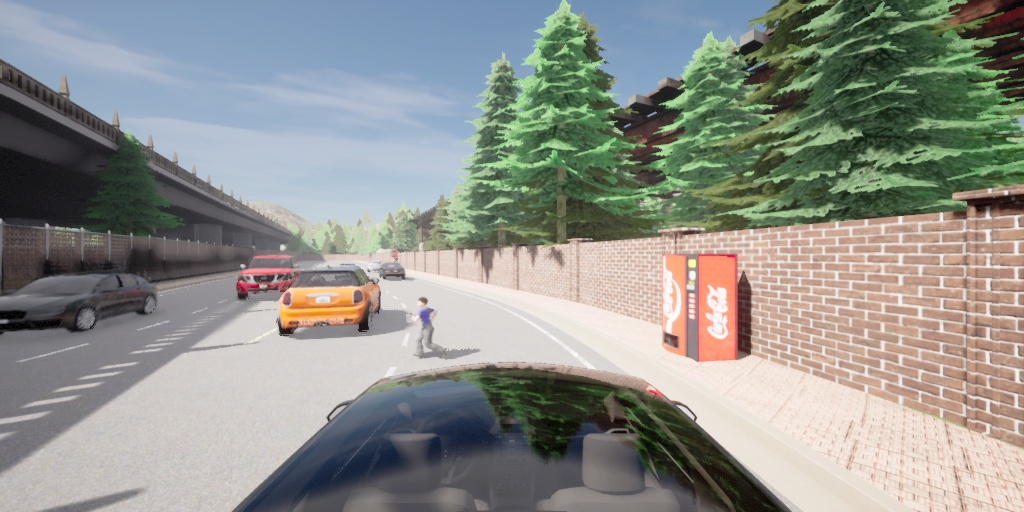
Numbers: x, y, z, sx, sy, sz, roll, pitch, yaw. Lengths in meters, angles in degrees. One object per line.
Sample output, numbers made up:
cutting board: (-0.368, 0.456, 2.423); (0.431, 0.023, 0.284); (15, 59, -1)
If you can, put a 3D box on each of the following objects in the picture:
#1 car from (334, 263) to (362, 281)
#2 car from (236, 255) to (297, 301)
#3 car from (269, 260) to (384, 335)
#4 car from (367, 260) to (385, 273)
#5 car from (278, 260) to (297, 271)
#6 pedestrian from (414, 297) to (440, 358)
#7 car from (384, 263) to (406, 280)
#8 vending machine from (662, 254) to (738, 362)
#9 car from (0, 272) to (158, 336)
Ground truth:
car: (-14.111, 1.310, 30.756); (1.994, 1.385, 4.181); (0, 0, -26)
car: (-11.990, 0.969, 18.042); (2.150, 2.045, 5.566); (0, 0, -26)
car: (-5.234, 1.101, 10.852); (2.097, 1.767, 4.553); (0, 0, -16)
car: (-16.808, 1.271, 44.215); (1.812, 1.442, 4.674); (0, 0, -24)
car: (-32.305, 1.279, 51.779); (1.837, 1.490, 4.892); (0, 0, -26)
pedestrian: (-1.633, 1.323, 6.899); (0.375, 1.300, 0.375); (0, 0, -10)
car: (-10.649, 1.295, 31.717); (2.033, 1.411, 5.357); (0, 0, -25)
vending machine: (3.516, 0.945, 6.813); (1.100, 2.100, 0.880); (0, 0, -8)
car: (-12.557, 1.254, 10.476); (1.837, 1.490, 4.892); (0, 0, -21)
